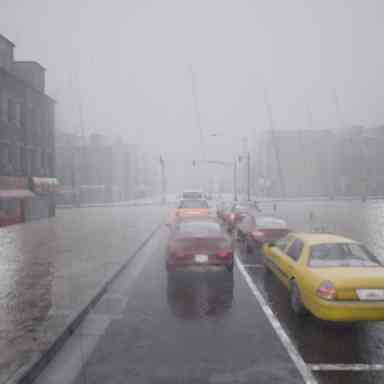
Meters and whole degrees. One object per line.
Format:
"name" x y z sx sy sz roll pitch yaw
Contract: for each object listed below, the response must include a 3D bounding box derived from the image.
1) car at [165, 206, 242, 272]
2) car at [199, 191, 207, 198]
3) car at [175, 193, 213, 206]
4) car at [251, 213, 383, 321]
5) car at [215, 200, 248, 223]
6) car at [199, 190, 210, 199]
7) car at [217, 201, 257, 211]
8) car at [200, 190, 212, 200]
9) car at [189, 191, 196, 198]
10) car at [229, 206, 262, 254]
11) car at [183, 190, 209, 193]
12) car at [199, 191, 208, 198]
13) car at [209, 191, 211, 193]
"car" 0.154 1.391 10.247 1.812 1.442 4.674 0 1 -2
"car" 2.699 0.602 82.338 1.967 1.590 4.097 -1 0 0
"car" 0.101 1.118 18.330 2.097 1.767 4.553 0 1 0
"car" 2.639 1.430 7.160 1.752 1.417 4.829 0 1 0
"car" 2.652 1.288 23.389 1.802 1.307 4.206 0 1 0
"car" 2.689 0.561 71.533 2.192 1.841 5.009 -1 0 0
"car" 2.647 1.210 17.921 1.967 1.590 4.097 0 1 0
"car" 2.685 0.605 66.130 2.192 1.841 5.009 -1 0 0
"car" 0.073 0.628 85.787 1.837 1.490 4.892 0 0 0
"car" 2.643 1.419 12.457 1.802 1.307 4.206 0 1 0
"car" 0.057 0.871 28.423 2.150 2.045 5.566 0 1 1
"car" 2.695 0.643 76.936 1.967 1.590 4.097 -1 0 0
"car" 2.681 0.776 60.729 1.967 1.590 4.097 -1 0 0
